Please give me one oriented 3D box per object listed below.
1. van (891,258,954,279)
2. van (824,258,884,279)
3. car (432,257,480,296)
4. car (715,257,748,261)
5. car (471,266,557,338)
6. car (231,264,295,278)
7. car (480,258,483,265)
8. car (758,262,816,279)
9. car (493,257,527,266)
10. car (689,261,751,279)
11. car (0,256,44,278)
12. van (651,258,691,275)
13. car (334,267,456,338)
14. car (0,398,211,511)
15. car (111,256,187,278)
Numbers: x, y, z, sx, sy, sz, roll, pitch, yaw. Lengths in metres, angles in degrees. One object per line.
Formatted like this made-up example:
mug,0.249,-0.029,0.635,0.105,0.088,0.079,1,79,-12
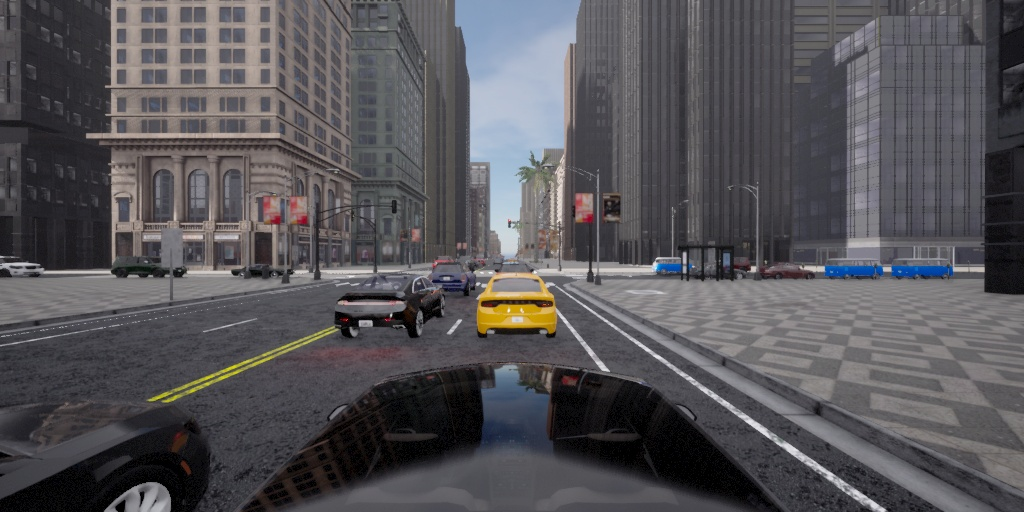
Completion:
van,34.139,1.080,29.845,3.998,1.789,1.690,0,0,0
van,28.463,1.082,29.850,3.998,1.789,1.690,0,0,0
car,-3.127,1.102,19.290,2.097,1.767,4.553,0,0,0
car,22.791,1.035,38.381,5.009,1.841,2.192,0,0,0
car,0.109,1.227,10.241,1.882,1.535,5.008,0,0,0
car,-22.548,1.375,32.610,4.718,1.301,1.895,0,0,0
car,-6.505,1.354,60.315,1.895,1.301,4.718,0,0,0
car,22.785,1.326,29.856,4.207,1.307,1.802,0,0,0
car,0.123,1.102,19.315,2.097,1.767,4.553,0,0,0
car,17.107,1.299,29.861,4.403,1.370,2.007,0,0,0
car,-46.573,1.020,32.771,5.566,2.045,2.150,0,0,1
van,17.114,1.065,38.386,3.998,1.789,1.690,0,0,0
car,-3.140,1.241,10.151,2.128,1.511,4.902,0,0,0
car,-3.151,1.254,0.636,1.837,1.490,4.892,0,0,0
car,-33.021,1.007,32.677,5.566,2.045,2.150,0,0,0
